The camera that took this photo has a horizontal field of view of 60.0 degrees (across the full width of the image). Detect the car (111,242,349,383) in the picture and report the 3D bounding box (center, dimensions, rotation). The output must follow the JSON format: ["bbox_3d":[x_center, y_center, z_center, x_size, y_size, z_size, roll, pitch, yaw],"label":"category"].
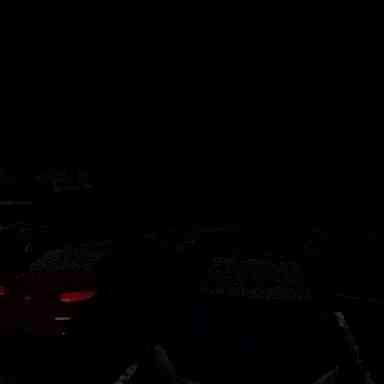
[{"bbox_3d":[0.917,1.520,4.767,2.002,1.452,4.674,1,-1,15],"label":"car"}]

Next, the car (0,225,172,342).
[{"bbox_3d":[-1.565,1.518,6.495,2.002,1.452,4.674,0,-1,15],"label":"car"}]

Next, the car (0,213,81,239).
[{"bbox_3d":[-4.041,1.478,8.221,2.231,1.521,4.892,1,-1,14],"label":"car"}]

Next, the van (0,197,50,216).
[{"bbox_3d":[-6.563,1.248,9.807,1.878,1.987,4.442,1,-1,14],"label":"van"}]

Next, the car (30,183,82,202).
[{"bbox_3d":[-14.235,0.207,34.107,4.674,1.452,2.002,1,6,8],"label":"car"}]

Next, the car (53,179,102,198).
[{"bbox_3d":[-12.786,-0.369,36.725,5.566,2.045,2.435,1,6,8],"label":"car"}]

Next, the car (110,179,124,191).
[{"bbox_3d":[-8.528,-0.975,44.695,4.892,1.521,2.231,1,6,8],"label":"car"}]
